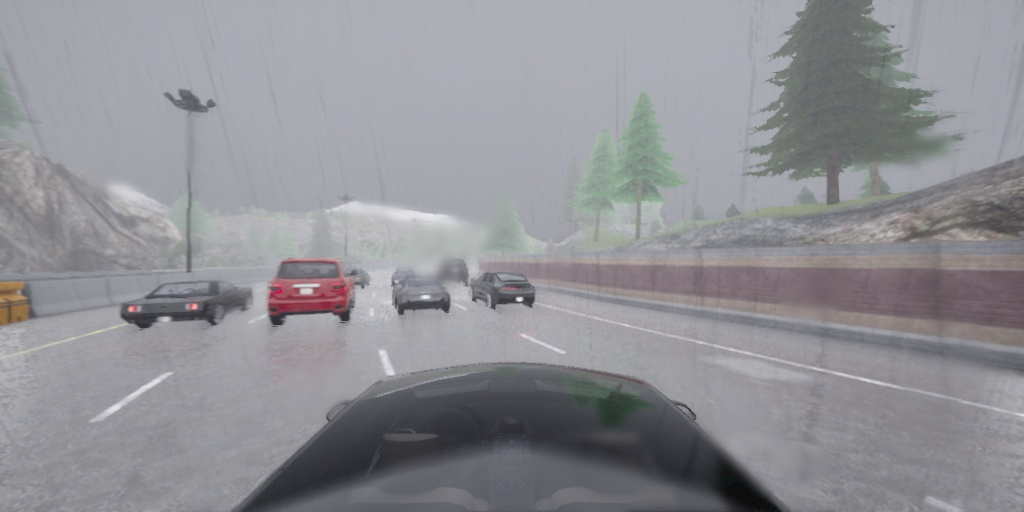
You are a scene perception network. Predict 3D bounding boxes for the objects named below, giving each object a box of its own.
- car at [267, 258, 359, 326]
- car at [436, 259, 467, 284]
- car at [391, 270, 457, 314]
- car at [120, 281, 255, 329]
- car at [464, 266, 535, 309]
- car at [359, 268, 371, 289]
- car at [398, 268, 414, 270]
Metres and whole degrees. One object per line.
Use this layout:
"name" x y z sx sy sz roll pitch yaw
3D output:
"car" -6.723 1.086 12.518 2.150 2.045 5.566 0 0 -22
"car" -4.637 1.256 27.836 2.150 2.045 5.566 0 0 -16
"car" -3.784 1.452 14.667 1.994 1.385 4.181 0 -1 -21
"car" -10.183 1.450 11.786 1.895 1.301 4.718 0 -1 -21
"car" -0.565 1.413 16.043 1.837 1.490 4.892 0 0 -21
"car" -11.327 1.549 25.762 2.033 1.411 5.357 0 -1 -16
"car" -8.210 1.590 27.720 1.994 1.385 4.181 0 -1 -15
